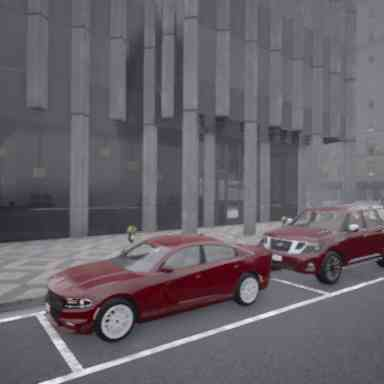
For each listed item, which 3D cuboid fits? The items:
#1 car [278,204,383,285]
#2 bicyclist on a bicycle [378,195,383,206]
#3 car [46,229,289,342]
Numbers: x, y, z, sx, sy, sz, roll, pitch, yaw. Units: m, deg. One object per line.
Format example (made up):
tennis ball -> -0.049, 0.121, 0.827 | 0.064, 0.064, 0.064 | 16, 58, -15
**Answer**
car -> 4.176, 1.317, 9.738 | 5.009, 1.841, 2.192 | 0, 1, -36
bicyclist on a bicycle -> 26.723, 1.167, 46.927 | 1.656, 1.620, 0.582 | 0, 0, -35
car -> -0.403, 1.545, 6.471 | 4.507, 1.381, 1.887 | 0, 1, -36
